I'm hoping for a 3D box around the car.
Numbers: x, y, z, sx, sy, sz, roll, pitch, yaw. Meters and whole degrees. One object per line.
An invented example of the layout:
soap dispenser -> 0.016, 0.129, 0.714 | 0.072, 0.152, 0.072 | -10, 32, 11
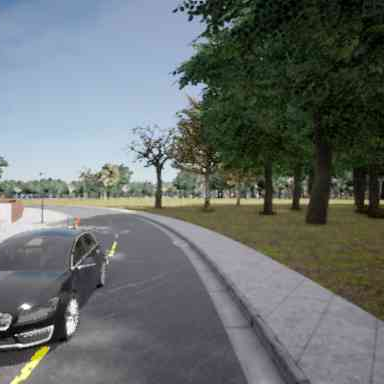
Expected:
car -> -2.902, 1.553, 6.568 | 1.837, 1.490, 4.892 | 0, 0, -6
